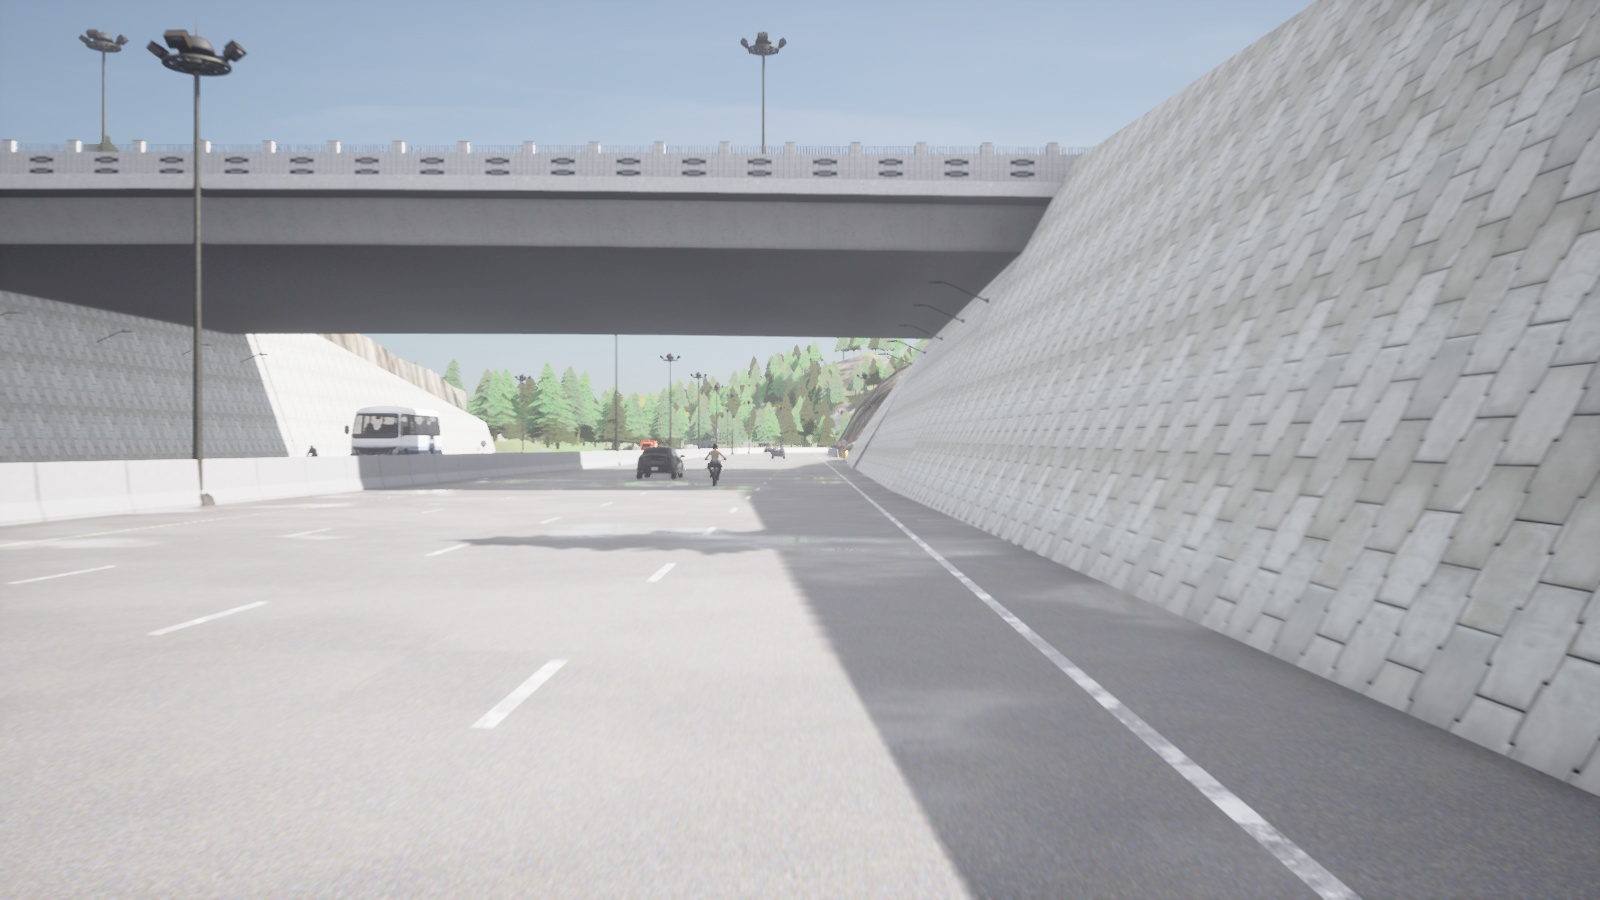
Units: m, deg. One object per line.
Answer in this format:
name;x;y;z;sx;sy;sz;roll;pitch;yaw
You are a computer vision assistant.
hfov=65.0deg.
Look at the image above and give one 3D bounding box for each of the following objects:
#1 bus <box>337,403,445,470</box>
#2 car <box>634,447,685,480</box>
bus;-27.519;-0.858;85.262;3.944;4.253;10.273;0;0;0
car;-6.642;0.602;59.679;1.837;1.490;4.892;0;0;0
